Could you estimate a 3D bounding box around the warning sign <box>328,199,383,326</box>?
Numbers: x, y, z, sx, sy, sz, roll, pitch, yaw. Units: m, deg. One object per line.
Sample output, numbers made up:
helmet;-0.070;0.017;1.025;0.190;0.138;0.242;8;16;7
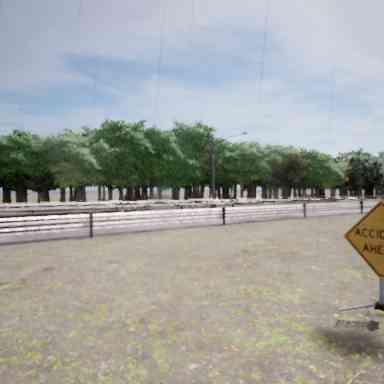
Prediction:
warning sign;3.153;1.071;5.501;1.060;1.860;1.300;-1;1;-35
